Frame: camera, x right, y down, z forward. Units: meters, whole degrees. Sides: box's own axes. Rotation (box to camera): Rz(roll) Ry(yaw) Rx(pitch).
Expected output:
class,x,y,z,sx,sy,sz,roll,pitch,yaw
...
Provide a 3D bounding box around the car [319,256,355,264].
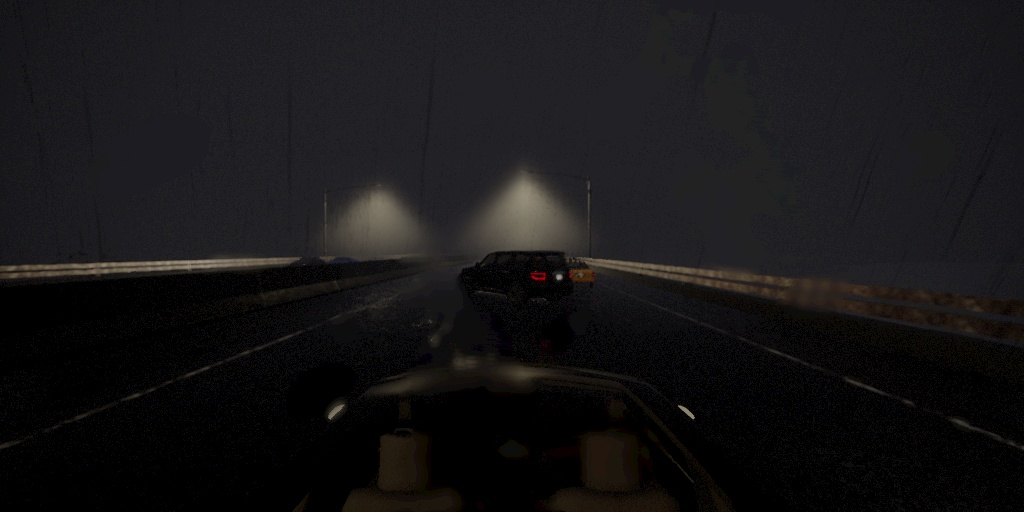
class,x,y,z,sx,sy,sz,roll,pitch,yaw
car,-17.205,0.779,36.461,1.812,1.442,4.674,0,1,1

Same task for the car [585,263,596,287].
class,x,y,z,sx,sy,sz,roll,pitch,yaw
car,3.623,0.916,21.321,1.801,1.575,5.366,0,1,1

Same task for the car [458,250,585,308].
class,x,y,z,sx,sy,sz,roll,pitch,yaw
car,-0.035,0.781,14.516,2.150,2.045,5.566,-2,2,-39

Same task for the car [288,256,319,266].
class,x,y,z,sx,sy,sz,roll,pitch,yaw
car,-20.703,0.777,36.561,1.812,1.442,4.674,0,1,1

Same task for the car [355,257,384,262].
class,x,y,z,sx,sy,sz,roll,pitch,yaw
car,-13.706,0.819,36.407,1.994,1.385,4.181,0,1,1
